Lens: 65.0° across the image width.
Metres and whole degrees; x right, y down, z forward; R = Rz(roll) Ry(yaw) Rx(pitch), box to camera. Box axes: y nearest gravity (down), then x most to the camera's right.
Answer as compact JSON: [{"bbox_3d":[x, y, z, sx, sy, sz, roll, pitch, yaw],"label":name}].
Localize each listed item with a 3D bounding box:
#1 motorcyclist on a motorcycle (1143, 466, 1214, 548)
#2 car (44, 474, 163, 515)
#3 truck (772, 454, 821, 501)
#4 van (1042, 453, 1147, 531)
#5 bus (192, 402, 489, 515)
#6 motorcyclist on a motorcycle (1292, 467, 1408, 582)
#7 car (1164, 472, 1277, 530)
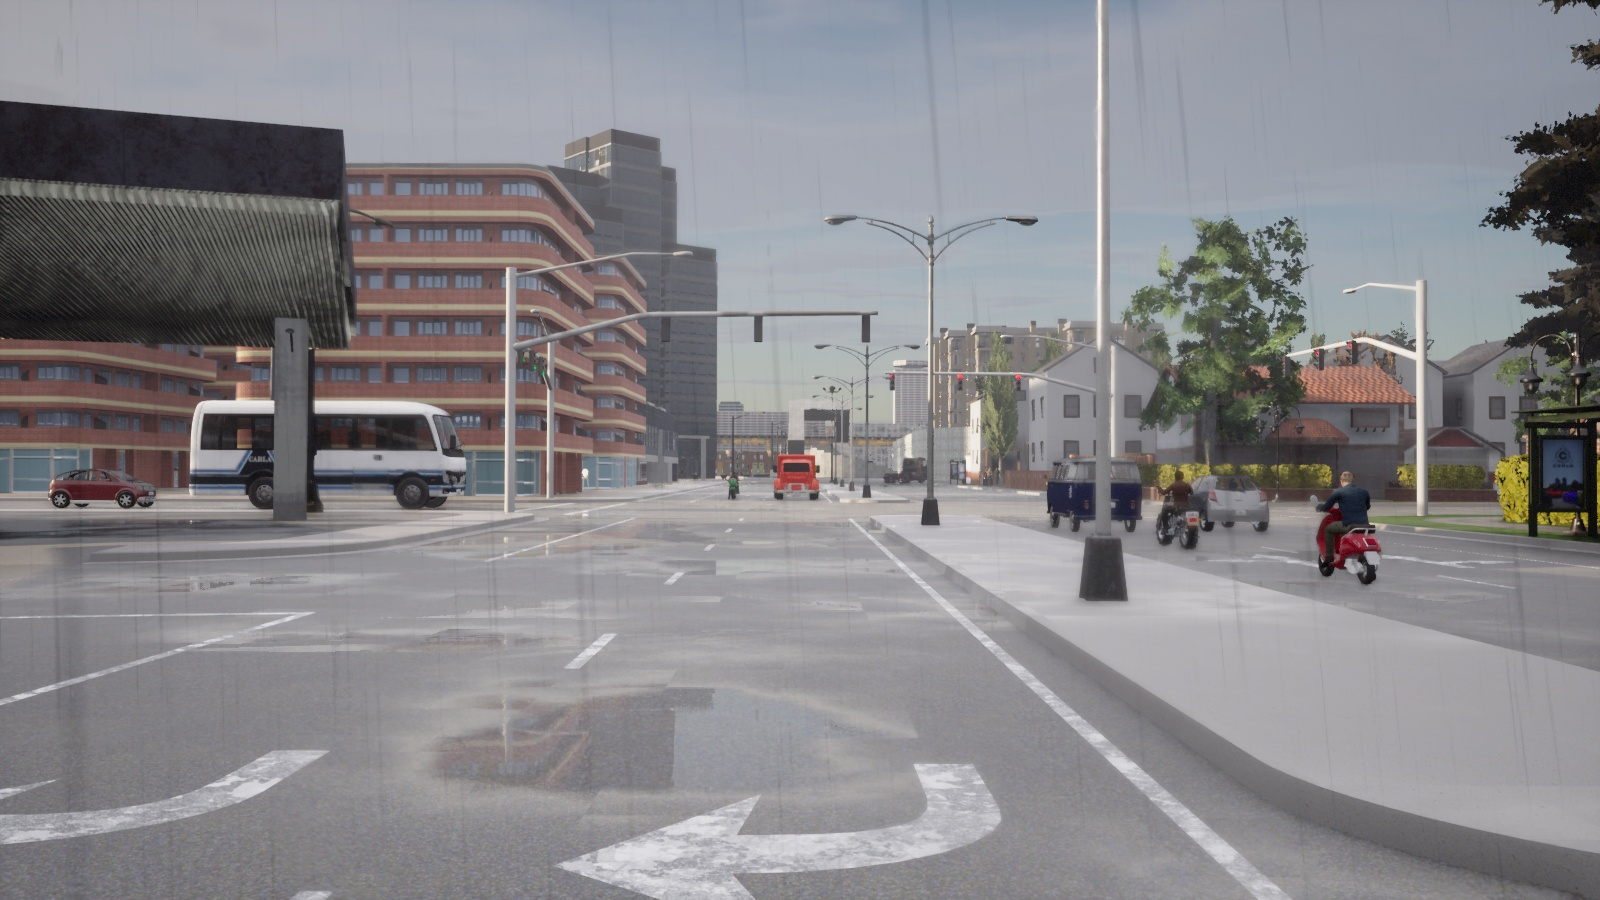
[{"bbox_3d":[7.930,1.176,26.432,0.766,1.649,2.350,0,-1,0],"label":"motorcyclist on a motorcycle"},{"bbox_3d":[-27.353,1.730,49.395,3.705,1.549,1.789,0,-1,-1],"label":"car"},{"bbox_3d":[-0.185,1.492,69.419,2.627,2.467,5.204,0,-1,0],"label":"truck"},{"bbox_3d":[7.909,1.107,34.104,1.775,1.987,4.442,0,-1,0],"label":"van"},{"bbox_3d":[-17.908,0.341,49.599,10.273,4.253,3.944,0,-1,-1],"label":"bus"},{"bbox_3d":[7.951,1.042,18.245,0.866,1.590,1.817,0,-1,0],"label":"motorcyclist on a motorcycle"},{"bbox_3d":[11.409,1.358,34.329,1.845,1.501,3.633,0,-1,0],"label":"car"}]
